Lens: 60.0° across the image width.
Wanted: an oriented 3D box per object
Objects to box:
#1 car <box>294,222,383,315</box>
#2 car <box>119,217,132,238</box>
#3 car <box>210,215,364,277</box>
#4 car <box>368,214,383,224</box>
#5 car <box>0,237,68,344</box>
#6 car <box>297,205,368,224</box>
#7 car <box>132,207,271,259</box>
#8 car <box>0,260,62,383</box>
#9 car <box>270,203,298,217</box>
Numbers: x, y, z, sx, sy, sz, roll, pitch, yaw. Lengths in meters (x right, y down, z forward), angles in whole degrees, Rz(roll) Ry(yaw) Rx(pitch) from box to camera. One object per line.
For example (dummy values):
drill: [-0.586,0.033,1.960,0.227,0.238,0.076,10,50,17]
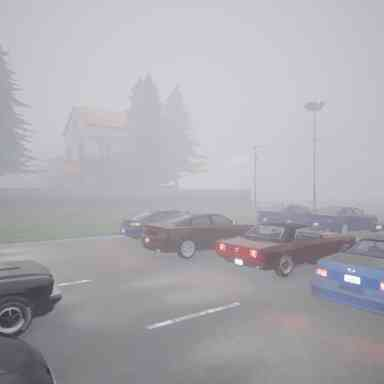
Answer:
car: [4.797,1.547,7.178,5.357,1.411,2.033,0,0,-35]
car: [-1.126,1.526,15.858,4.674,1.442,1.812,0,0,-36]
car: [3.075,1.601,10.262,4.718,1.301,1.895,0,0,-35]
car: [10.487,1.601,15.550,4.718,1.301,1.895,0,0,-36]
car: [-4.527,1.601,4.925,4.718,1.301,1.895,0,0,-35]
car: [8.287,1.478,18.281,5.008,1.535,1.882,0,0,-36]
car: [0.499,1.478,12.725,5.008,1.535,1.882,0,0,-35]
car: [-3.191,1.492,1.484,4.902,1.511,2.128,0,0,-35]
car: [6.343,1.478,21.192,5.008,1.535,1.882,0,0,-36]
